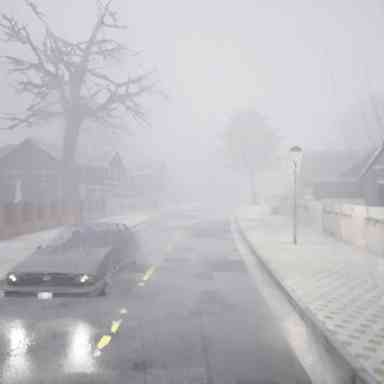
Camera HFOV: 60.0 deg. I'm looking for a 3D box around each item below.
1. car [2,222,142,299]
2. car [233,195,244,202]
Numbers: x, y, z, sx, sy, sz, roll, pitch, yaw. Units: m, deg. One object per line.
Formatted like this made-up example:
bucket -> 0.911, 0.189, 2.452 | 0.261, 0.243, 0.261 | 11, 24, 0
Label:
car -> -2.609, 1.528, 8.815 | 2.033, 1.411, 5.357 | 0, 0, 2
car -> 10.698, 1.519, 75.792 | 1.837, 1.490, 4.892 | 0, 0, 18
